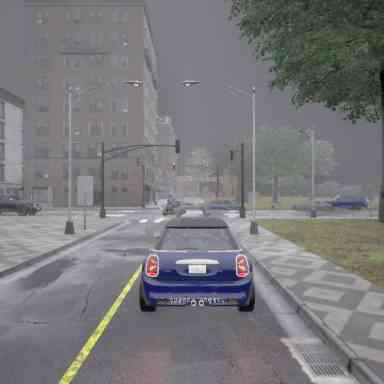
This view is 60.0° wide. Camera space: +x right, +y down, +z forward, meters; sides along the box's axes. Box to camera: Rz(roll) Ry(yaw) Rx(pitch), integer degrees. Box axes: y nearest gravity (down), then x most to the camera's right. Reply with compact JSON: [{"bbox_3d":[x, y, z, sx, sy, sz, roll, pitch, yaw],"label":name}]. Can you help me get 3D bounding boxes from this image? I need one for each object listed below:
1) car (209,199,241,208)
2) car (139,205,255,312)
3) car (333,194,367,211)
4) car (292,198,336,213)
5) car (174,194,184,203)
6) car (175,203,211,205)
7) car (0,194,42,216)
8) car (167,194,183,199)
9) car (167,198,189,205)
[{"bbox_3d":[3.314,1.618,41.137,5.357,1.411,2.033,1,-1,0],"label":"car"},{"bbox_3d":[0.093,1.355,7.885,2.097,1.767,4.553,0,0,0],"label":"car"},{"bbox_3d":[18.628,1.325,41.180,5.566,2.045,2.150,0,-1,0],"label":"car"},{"bbox_3d":[13.628,1.627,37.907,4.181,1.385,1.994,0,-1,0],"label":"car"},{"bbox_3d":[-2.928,1.375,76.126,2.150,2.045,5.566,0,0,0],"label":"car"},{"bbox_3d":[0.017,1.537,17.558,1.812,1.442,4.674,0,0,1],"label":"car"},{"bbox_3d":[-17.138,1.190,31.126,5.566,2.045,2.150,0,-1,0],"label":"car"},{"bbox_3d":[-2.985,1.298,55.739,2.150,2.045,5.566,0,0,-2],"label":"car"},{"bbox_3d":[-1.147,1.586,31.700,1.994,1.385,4.181,0,0,28],"label":"car"}]
